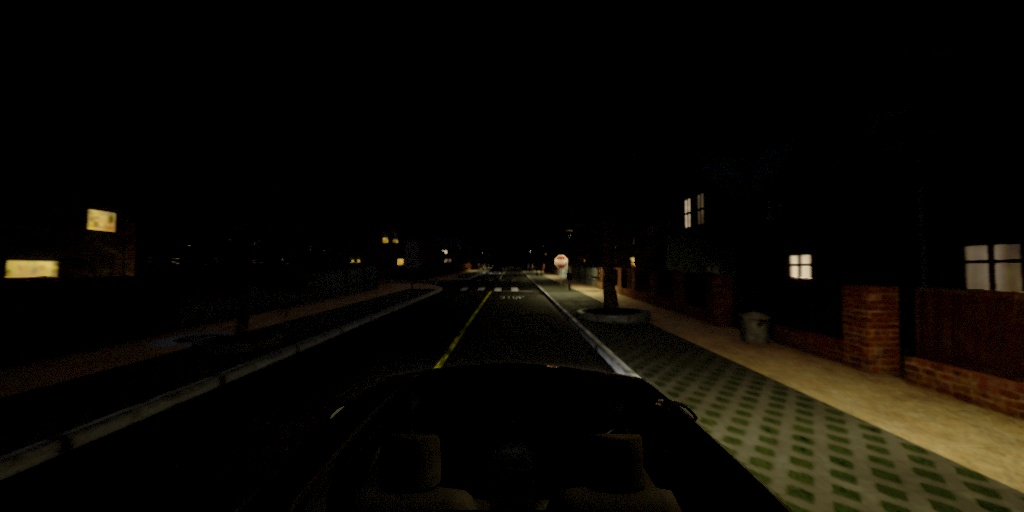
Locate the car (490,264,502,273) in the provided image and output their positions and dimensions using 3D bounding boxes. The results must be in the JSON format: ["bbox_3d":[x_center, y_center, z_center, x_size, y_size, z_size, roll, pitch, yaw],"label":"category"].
[{"bbox_3d":[-2.751,2.163,63.360,1.812,1.442,4.674,0,-1,0],"label":"car"}]
